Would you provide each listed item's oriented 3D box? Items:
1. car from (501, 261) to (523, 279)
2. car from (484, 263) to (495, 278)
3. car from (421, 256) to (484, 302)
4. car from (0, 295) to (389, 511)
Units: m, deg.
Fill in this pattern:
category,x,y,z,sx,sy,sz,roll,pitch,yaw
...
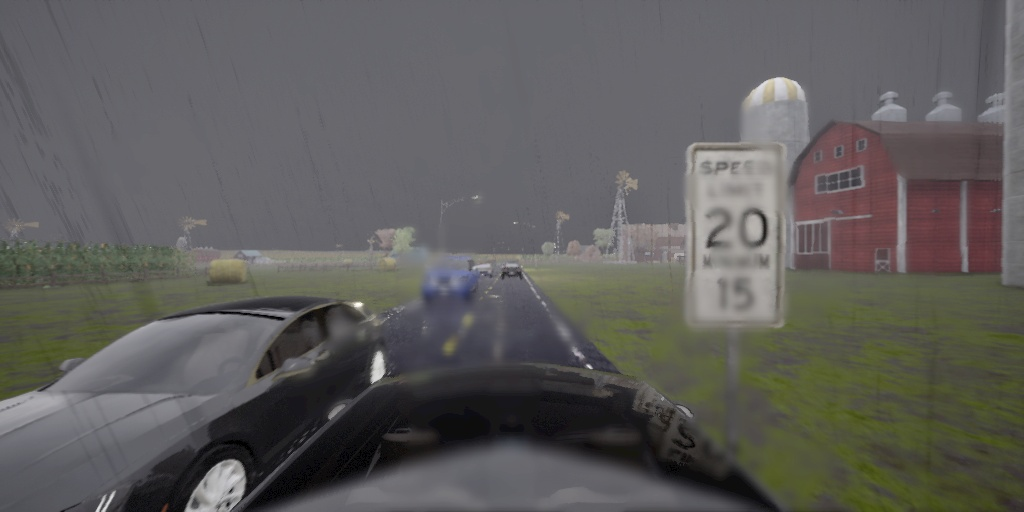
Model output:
category,x,y,z,sx,sy,sz,roll,pitch,yaw
car,0.012,1.348,33.988,1.882,1.535,5.008,0,-1,0
car,-2.760,1.430,36.816,2.033,1.411,5.357,0,0,0
car,-2.843,1.025,17.765,2.150,2.045,5.566,0,0,0
car,-2.848,1.262,3.840,1.837,1.490,4.892,0,0,0
